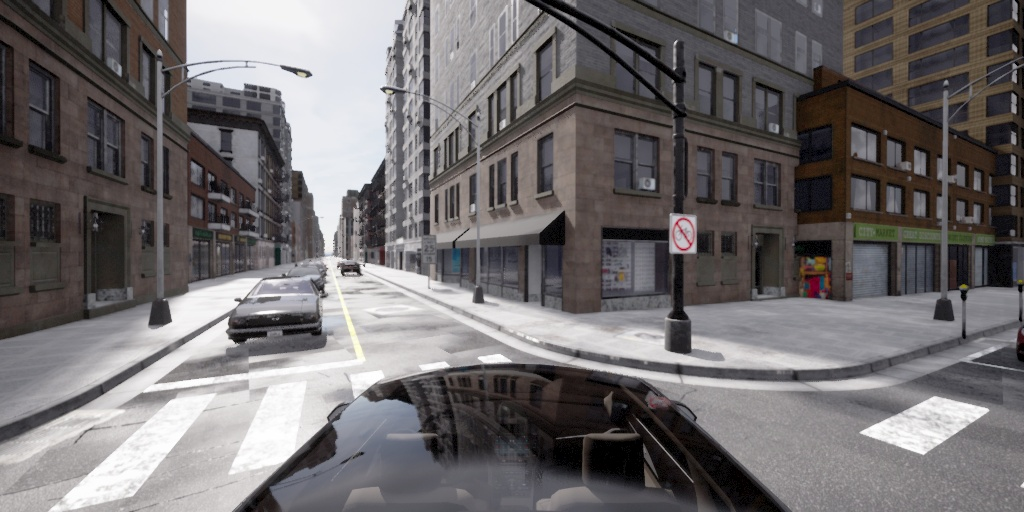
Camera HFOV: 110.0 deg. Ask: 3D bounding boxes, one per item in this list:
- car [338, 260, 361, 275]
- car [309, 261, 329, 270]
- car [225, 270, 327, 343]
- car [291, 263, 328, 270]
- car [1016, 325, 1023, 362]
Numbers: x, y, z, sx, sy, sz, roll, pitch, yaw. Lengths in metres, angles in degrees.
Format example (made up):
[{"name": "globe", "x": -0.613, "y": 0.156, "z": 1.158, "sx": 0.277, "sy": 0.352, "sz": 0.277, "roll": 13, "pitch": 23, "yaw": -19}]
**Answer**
[{"name": "car", "x": -17.263, "y": 1.219, "z": 38.300, "sx": 1.837, "sy": 1.490, "sz": 4.892, "roll": 0, "pitch": 0, "yaw": -27}, {"name": "car", "x": -15.139, "y": 1.236, "z": 27.202, "sx": 1.837, "sy": 1.490, "sz": 4.892, "roll": 0, "pitch": 0, "yaw": -27}, {"name": "car", "x": -6.362, "y": 1.293, "z": 10.138, "sx": 2.033, "sy": 1.411, "sz": 5.357, "roll": 0, "pitch": 0, "yaw": -27}, {"name": "car", "x": -10.755, "y": 1.265, "z": 18.664, "sx": 1.812, "sy": 1.442, "sz": 4.674, "roll": 0, "pitch": 0, "yaw": -27}, {"name": "car", "x": 11.733, "y": 1.457, "z": 7.054, "sx": 4.207, "sy": 1.307, "sz": 1.802, "roll": 0, "pitch": 0, "yaw": -27}]
